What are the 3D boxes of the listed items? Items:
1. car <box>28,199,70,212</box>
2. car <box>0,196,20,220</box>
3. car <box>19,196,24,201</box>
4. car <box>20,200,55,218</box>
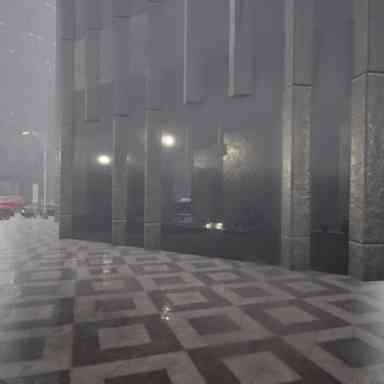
[{"bbox_3d":[-17.502,1.634,40.922,1.947,1.339,4.313,1,0,35],"label":"car"},{"bbox_3d":[-17.119,1.463,26.776,2.192,1.841,5.009,1,0,35],"label":"car"},{"bbox_3d":[-20.776,1.354,36.328,2.192,1.841,5.009,1,0,35],"label":"car"},{"bbox_3d":[-13.845,1.742,31.371,1.947,1.339,4.313,1,0,35],"label":"car"}]
